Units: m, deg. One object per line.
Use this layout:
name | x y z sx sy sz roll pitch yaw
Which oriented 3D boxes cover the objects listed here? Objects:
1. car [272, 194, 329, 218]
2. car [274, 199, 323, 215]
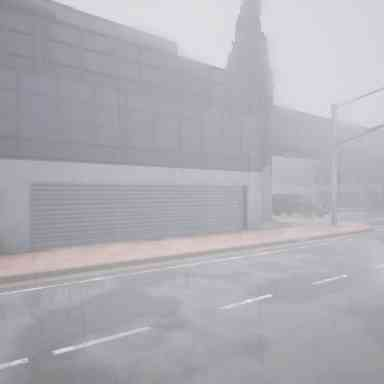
car | 9.615 1.222 30.422 2.150 2.045 5.566 0 0 -37
car | 10.960 1.526 34.480 1.812 1.442 4.674 0 0 -37
